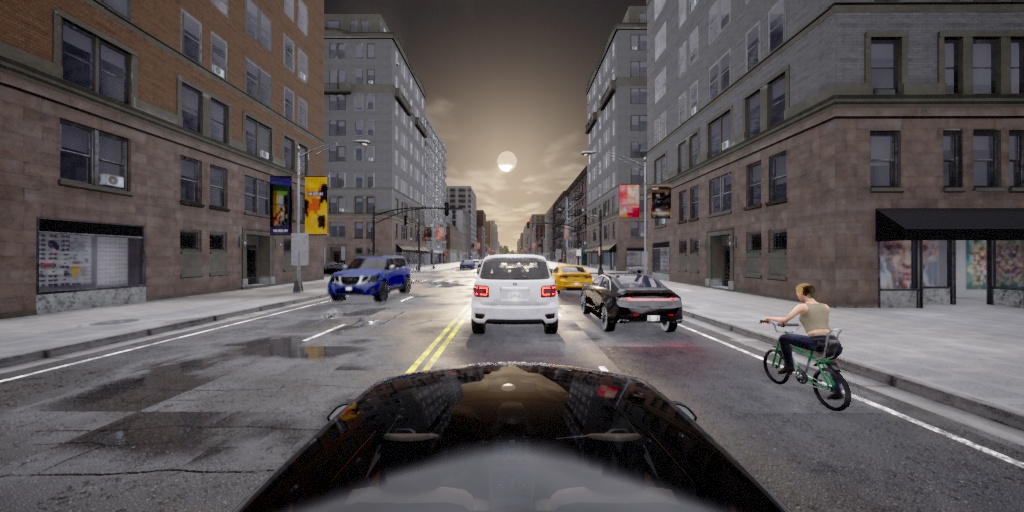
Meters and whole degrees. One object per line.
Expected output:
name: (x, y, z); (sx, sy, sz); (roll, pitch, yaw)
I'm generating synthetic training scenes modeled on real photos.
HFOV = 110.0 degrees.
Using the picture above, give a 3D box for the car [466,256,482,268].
car: (-6.690, 0.990, 64.036); (2.150, 2.045, 5.566); (0, 0, 0)

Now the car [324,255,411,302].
car: (-6.561, 0.975, 17.271); (2.150, 2.045, 5.566); (0, 0, 1)

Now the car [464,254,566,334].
car: (0.079, 0.972, 10.750); (2.150, 2.045, 5.566); (0, 0, 0)

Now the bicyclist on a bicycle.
bicyclist on a bicycle: (4.129, 1.187, 5.127); (0.866, 1.612, 1.509); (0, 0, 0)

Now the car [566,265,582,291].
car: (3.211, 1.231, 20.311); (1.882, 1.535, 5.008); (0, 0, 0)

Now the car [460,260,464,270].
car: (-6.702, 1.244, 54.092); (1.882, 1.535, 5.008); (0, 0, 0)

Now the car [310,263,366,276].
car: (-17.318, 1.338, 35.856); (4.718, 1.301, 1.895); (0, 0, -1)

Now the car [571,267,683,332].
car: (3.323, 1.242, 10.821); (2.128, 1.511, 4.902); (0, 0, 0)

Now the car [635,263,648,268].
car: (14.974, 1.409, 38.708); (4.718, 1.301, 1.895); (0, 0, 1)

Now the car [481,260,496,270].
car: (-3.444, 1.330, 53.082); (1.994, 1.385, 4.181); (0, 0, 0)

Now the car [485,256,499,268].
car: (-3.449, 0.990, 62.423); (2.150, 2.045, 5.566); (0, 0, 0)
